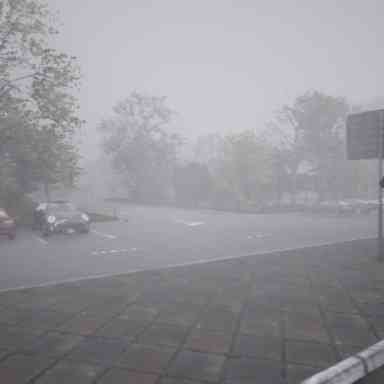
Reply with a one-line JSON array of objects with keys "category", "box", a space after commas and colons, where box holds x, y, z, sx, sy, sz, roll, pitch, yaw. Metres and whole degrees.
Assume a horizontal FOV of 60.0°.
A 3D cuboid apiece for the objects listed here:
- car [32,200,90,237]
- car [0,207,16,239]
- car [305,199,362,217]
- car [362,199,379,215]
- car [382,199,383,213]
[{"category": "car", "box": [-6.998, 1.256, 17.573, 2.185, 1.767, 4.553, 0, 0, -35]}, {"category": "car", "box": [-9.561, 1.416, 15.705, 2.002, 1.452, 4.674, 0, 0, -35]}, {"category": "car", "box": [13.008, 1.489, 31.429, 2.002, 1.452, 4.674, 0, 0, -35]}, {"category": "car", "box": [15.700, 1.459, 33.295, 2.231, 1.521, 4.892, 0, 0, -35]}, {"category": "car", "box": [18.382, 1.466, 35.172, 2.097, 1.535, 5.008, 0, 0, -35]}]
